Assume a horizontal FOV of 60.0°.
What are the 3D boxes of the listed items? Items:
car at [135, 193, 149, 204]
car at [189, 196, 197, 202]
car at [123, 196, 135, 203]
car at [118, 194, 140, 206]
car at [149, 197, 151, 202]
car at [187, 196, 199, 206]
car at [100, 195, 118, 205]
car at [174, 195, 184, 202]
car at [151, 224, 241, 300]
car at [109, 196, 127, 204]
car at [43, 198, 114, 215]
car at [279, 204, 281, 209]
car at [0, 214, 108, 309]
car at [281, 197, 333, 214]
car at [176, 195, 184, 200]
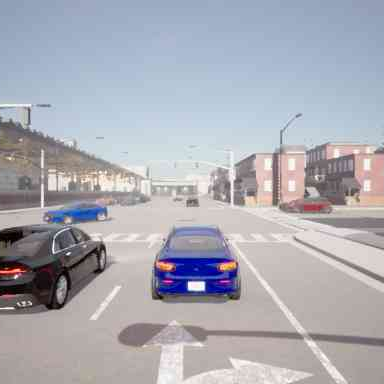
[{"bbox_3d":[-10.382,1.221,65.251,2.150,2.045,5.566,0,0,0],"label":"car"},{"bbox_3d":[0.183,1.595,80.533,1.895,1.301,4.718,0,0,0],"label":"car"},{"bbox_3d":[-13.835,1.524,72.947,1.812,1.442,4.674,0,0,0],"label":"car"},{"bbox_3d":[-10.450,1.547,55.389,2.033,1.411,5.357,0,0,0],"label":"car"},{"bbox_3d":[-10.330,1.552,75.119,1.994,1.385,4.181,0,0,0],"label":"car"},{"bbox_3d":[0.163,1.477,53.895,1.882,1.535,5.008,0,0,1],"label":"car"},{"bbox_3d":[-13.956,1.352,53.684,2.097,1.767,4.553,0,0,0],"label":"car"},{"bbox_3d":[-3.321,1.595,78.592,1.895,1.301,4.718,0,0,0],"label":"car"},{"bbox_3d":[0.096,1.526,8.286,1.812,1.442,4.674,0,0,0],"label":"car"},{"bbox_3d":[-13.907,1.491,62.733,2.128,1.511,4.902,0,0,1],"label":"car"},{"bbox_3d":[-8.325,1.477,24.098,1.882,1.535,5.008,-1,0,30],"label":"car"},{"bbox_3d":[12.498,1.505,38.176,4.892,1.490,1.837,0,0,2],"label":"car"},{"bbox_3d":[-3.411,1.505,7.831,1.837,1.490,4.892,0,0,0],"label":"car"},{"bbox_3d":[12.049,1.352,34.545,4.553,1.767,2.097,0,0,-1],"label":"car"},{"bbox_3d":[-3.291,1.524,92.199,1.812,1.442,4.674,0,0,0],"label":"car"}]
